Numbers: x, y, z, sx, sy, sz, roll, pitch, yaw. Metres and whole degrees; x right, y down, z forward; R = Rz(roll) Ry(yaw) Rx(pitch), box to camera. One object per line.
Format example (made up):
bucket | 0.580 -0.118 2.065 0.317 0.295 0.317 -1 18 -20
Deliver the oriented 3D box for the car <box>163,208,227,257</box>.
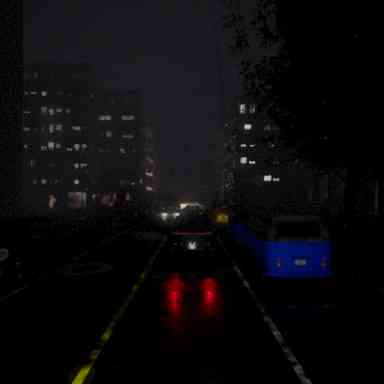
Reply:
car | 0.022 1.630 13.509 2.128 1.511 4.902 0 0 0

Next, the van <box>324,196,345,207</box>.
van | 22.970 1.528 52.431 3.998 1.788 1.690 -1 0 0

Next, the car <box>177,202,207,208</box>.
car | 0.026 1.849 28.371 1.994 1.385 4.181 0 0 1

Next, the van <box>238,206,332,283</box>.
van | 2.568 1.440 9.703 1.690 1.788 3.998 0 -1 0

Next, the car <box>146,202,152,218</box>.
car | -5.303 1.759 31.894 1.967 1.590 4.097 0 -1 0

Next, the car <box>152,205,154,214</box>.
car | -5.391 1.814 37.437 1.967 1.590 4.097 0 -1 0

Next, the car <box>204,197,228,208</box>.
car | 2.578 1.634 31.892 2.192 1.841 5.009 0 -1 0

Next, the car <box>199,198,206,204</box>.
car | 2.695 2.385 86.610 1.887 1.381 4.507 0 -1 0

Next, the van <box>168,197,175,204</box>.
van | -5.374 2.182 86.615 1.690 1.788 3.998 0 -1 0

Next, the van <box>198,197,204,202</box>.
van | 2.728 2.123 80.408 1.690 1.788 3.998 0 -1 0

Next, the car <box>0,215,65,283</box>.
car | -5.312 1.539 9.705 1.967 1.590 4.097 0 -1 0

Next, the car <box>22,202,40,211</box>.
car | -26.147 2.296 52.428 4.097 1.590 1.967 -1 0 0

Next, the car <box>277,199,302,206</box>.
car | 17.615 1.879 60.311 4.507 1.381 1.887 -1 0 0

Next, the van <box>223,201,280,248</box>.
van | 2.570 1.496 15.250 1.690 1.788 3.998 0 -1 0

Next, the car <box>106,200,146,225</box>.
car | -5.305 1.579 26.348 2.192 1.841 5.009 0 -1 0

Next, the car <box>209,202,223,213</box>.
car | 2.575 1.791 26.513 1.752 1.417 4.829 0 -1 0

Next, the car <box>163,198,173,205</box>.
car | -5.414 2.176 75.451 1.967 1.590 4.097 0 -1 0

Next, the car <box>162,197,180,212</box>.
car | -2.740 1.679 45.143 2.150 2.045 5.566 0 -1 0
